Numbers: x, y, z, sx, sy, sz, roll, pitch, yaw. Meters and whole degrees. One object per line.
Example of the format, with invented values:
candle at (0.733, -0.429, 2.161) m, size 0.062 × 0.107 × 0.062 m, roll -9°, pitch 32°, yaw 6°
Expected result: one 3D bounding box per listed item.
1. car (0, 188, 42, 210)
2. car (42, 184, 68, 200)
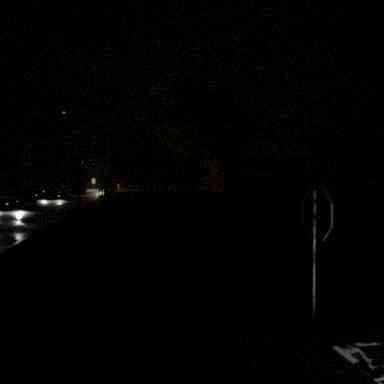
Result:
car at (-13.521, 0.504, 25.904) m, size 1.837 × 1.490 × 4.892 m, roll 0°, pitch 2°, yaw -10°
car at (-15.780, -0.086, 38.373) m, size 2.097 × 1.767 × 4.553 m, roll 0°, pitch 2°, yaw -10°
